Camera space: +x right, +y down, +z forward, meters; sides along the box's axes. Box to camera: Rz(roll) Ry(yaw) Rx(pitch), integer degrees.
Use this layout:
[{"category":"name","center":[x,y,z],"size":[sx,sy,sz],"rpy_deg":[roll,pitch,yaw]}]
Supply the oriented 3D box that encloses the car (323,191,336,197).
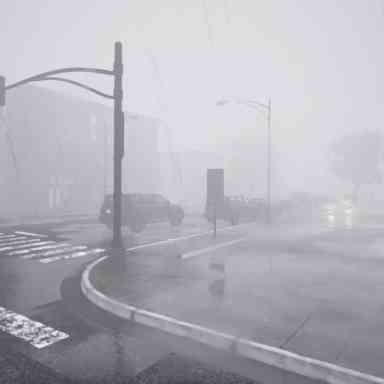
[{"category":"car","center":[33.684,0.435,81.612],"size":[2.008,1.369,4.403],"rpy_deg":[2,2,35]}]

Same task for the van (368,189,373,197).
[{"category":"van","center":[40.585,0.300,76.849],"size":[1.690,1.788,3.998],"rpy_deg":[1,2,35]}]

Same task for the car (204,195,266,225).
[{"category":"car","center":[2.732,1.093,22.157],"size":[2.192,1.841,5.009],"rpy_deg":[1,2,35]}]

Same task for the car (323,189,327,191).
[{"category":"car","center":[27.377,0.463,72.494],"size":[1.967,1.590,4.097],"rpy_deg":[2,2,35]}]

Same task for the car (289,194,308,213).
[{"category":"car","center":[9.039,1.194,31.278],"size":[2.008,1.369,4.403],"rpy_deg":[1,2,35]}]

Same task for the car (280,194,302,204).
[{"category":"car","center":[14.823,0.969,49.650],"size":[1.895,1.301,4.718],"rpy_deg":[1,1,35]}]

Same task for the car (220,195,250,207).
[{"category":"car","center":[5.295,1.067,40.594],"size":[1.947,1.339,4.313],"rpy_deg":[1,2,35]}]

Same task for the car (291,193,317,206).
[{"category":"car","center":[15.047,0.923,44.604],"size":[1.882,1.535,5.008],"rpy_deg":[1,1,35]}]

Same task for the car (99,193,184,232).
[{"category":"car","center":[-2.708,1.043,19.043],"size":[2.150,2.045,5.566],"rpy_deg":[1,1,35]}]

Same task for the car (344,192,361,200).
[{"category":"car","center":[27.965,0.787,58.623],"size":[2.008,1.369,4.403],"rpy_deg":[1,2,35]}]

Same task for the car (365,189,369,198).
[{"category":"car","center":[34.371,0.621,67.877],"size":[1.752,1.417,4.829],"rpy_deg":[1,2,35]}]

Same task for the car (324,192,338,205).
[{"category":"car","center":[18.502,1.007,44.951],"size":[1.947,1.339,4.313],"rpy_deg":[1,2,35]}]

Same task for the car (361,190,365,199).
[{"category":"car","center":[31.119,0.749,63.181],"size":[1.802,1.307,4.206],"rpy_deg":[1,2,35]}]

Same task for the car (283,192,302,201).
[{"category":"car","center":[17.816,0.757,58.683],"size":[1.752,1.417,4.829],"rpy_deg":[1,2,35]}]

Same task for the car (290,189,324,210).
[{"category":"car","center":[12.196,0.892,35.831],"size":[2.192,1.841,5.009],"rpy_deg":[1,2,35]}]

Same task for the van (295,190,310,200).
[{"category":"van","center":[21.069,0.502,63.376],"size":[1.690,1.788,3.998],"rpy_deg":[1,2,35]}]

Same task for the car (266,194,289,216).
[{"category":"car","center":[5.885,1.151,26.717],"size":[1.967,1.590,4.097],"rpy_deg":[1,2,35]}]
